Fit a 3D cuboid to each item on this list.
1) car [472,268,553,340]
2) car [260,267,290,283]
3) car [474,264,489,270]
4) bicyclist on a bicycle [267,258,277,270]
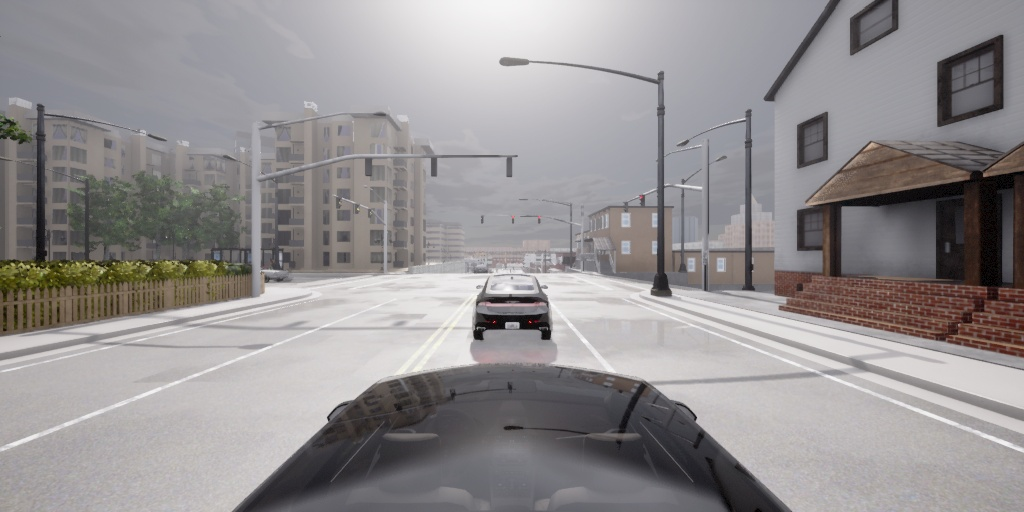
[{"bbox_3d":[0.002,1.242,9.927,2.128,1.511,4.902,0,0,0],"label":"car"},{"bbox_3d":[-19.687,1.351,27.208,4.718,1.301,1.895,0,0,0],"label":"car"},{"bbox_3d":[-3.981,1.774,47.319,1.812,1.442,4.674,0,-4,0],"label":"car"},{"bbox_3d":[-25.605,1.053,38.225,0.582,1.620,1.656,0,0,0],"label":"bicyclist on a bicycle"}]
